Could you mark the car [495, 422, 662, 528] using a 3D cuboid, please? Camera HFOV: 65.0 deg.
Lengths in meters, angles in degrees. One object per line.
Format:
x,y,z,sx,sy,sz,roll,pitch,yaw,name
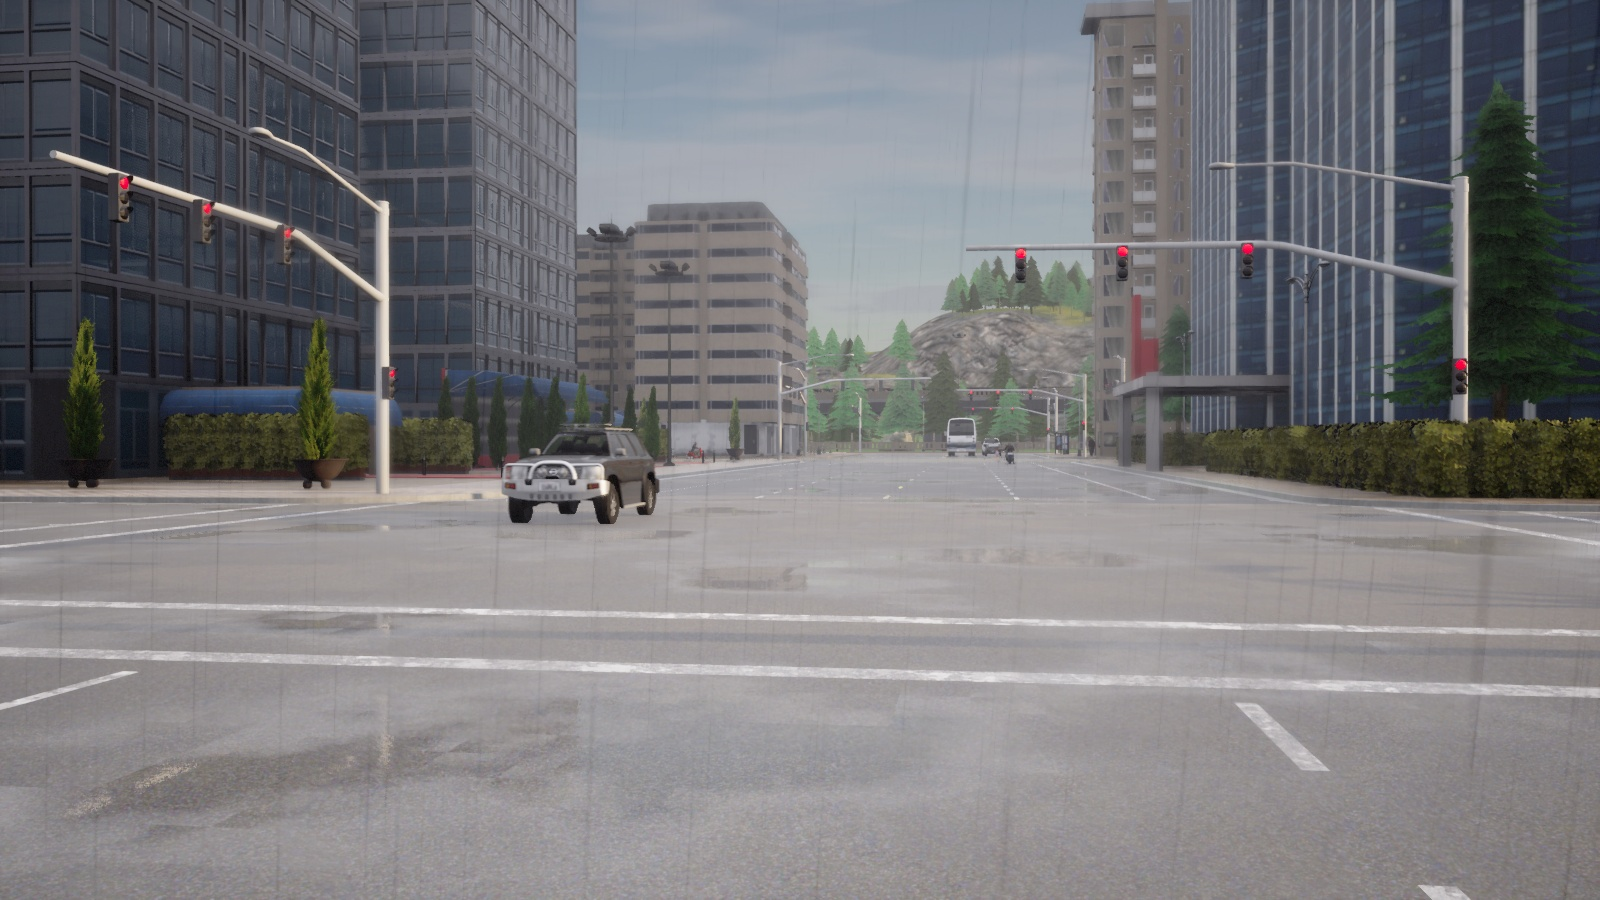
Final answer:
-4.148,0.423,24.305,1.932,1.855,4.605,0,0,7,car
